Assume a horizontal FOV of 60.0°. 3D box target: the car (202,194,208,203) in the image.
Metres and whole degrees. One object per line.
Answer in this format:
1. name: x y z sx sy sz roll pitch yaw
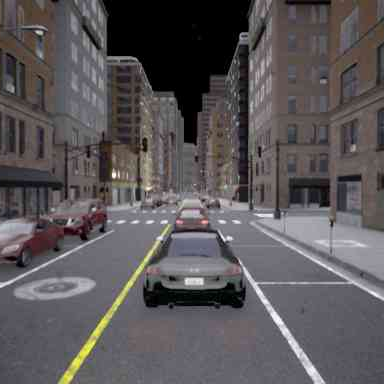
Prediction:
1. car: 2.820 1.467 49.515 1.752 1.417 4.829 -1 0 0

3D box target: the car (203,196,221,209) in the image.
1. car: 2.824 1.526 43.782 1.802 1.307 4.206 -1 0 0

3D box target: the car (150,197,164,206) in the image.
1. car: -5.708 1.484 54.879 1.887 1.381 4.507 -1 0 0

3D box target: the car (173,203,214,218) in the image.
1. car: 0.010 1.497 17.031 1.812 1.442 4.674 0 0 0

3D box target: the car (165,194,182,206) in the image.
1. car: -3.117 1.432 51.986 2.128 1.511 4.902 0 0 0

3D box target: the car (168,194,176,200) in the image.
1. car: -5.731 1.387 93.834 1.967 1.590 4.097 -1 0 0

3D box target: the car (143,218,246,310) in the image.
1. car: 0.062 1.549 7.894 1.994 1.385 4.181 0 0 1

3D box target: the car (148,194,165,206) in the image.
1. car: -5.707 1.256 49.314 2.192 1.841 5.009 -1 0 0

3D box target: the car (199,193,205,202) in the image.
1. car: 2.812 1.483 66.035 1.887 1.381 4.507 -1 0 0

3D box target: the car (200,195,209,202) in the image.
1. car: 2.805 1.486 77.162 1.887 1.381 4.507 -1 0 0

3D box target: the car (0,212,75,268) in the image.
1. car: -5.682 1.562 11.167 1.802 1.307 4.206 -1 0 0

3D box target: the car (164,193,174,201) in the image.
1. car: -5.726 1.259 82.704 2.192 1.841 5.009 -1 0 0

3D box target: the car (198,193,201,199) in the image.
1. car: 2.807 1.379 71.598 1.967 1.590 4.097 -1 0 0

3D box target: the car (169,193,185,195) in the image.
1. car: -3.055 1.433 67.624 2.128 1.511 4.902 0 0 0

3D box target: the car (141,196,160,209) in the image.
1. car: -5.701 1.526 43.750 1.802 1.307 4.206 -1 0 0

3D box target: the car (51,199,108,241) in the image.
1. car: -5.688 1.286 16.749 2.192 1.841 5.009 -1 0 0
